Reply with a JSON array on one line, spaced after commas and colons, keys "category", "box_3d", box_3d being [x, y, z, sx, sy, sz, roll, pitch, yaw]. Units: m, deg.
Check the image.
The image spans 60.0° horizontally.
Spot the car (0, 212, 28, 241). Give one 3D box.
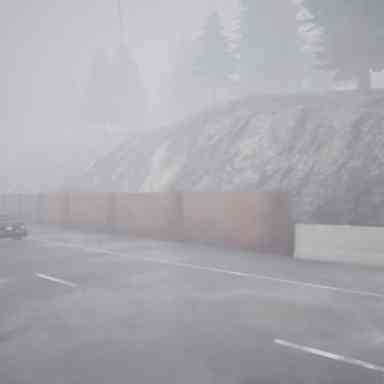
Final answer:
[{"category": "car", "box_3d": [-10.216, 1.739, 16.906, 5.357, 1.411, 2.033, -1, -1, 42]}]
